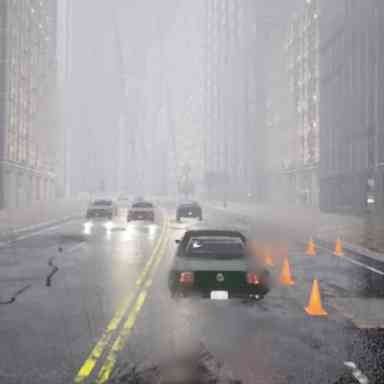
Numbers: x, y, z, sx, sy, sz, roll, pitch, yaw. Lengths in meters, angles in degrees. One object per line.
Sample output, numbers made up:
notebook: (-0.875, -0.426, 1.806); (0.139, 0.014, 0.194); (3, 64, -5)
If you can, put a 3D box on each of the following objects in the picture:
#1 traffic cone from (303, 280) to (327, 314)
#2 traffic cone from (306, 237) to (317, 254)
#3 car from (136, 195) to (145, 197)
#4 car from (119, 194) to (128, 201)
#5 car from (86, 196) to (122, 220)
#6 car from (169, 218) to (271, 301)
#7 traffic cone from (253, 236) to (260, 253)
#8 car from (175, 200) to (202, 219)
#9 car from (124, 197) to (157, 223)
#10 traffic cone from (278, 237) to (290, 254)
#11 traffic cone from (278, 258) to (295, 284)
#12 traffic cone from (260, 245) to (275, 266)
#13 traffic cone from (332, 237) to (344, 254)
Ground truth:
traffic cone: (2.328, 1.957, 6.285); (0.340, 0.580, 0.340); (1, 0, 1)
traffic cone: (4.395, 1.961, 12.261); (0.340, 0.580, 0.340); (1, 0, 1)
car: (-9.976, 1.320, 64.510); (1.895, 1.301, 4.718); (1, 0, -14)
car: (-13.827, 1.178, 66.449); (2.033, 1.411, 5.357); (1, 0, -14)
car: (-7.023, 1.313, 26.382); (1.882, 1.535, 5.008); (1, 0, -5)
car: (0.504, 1.577, 8.244); (1.895, 1.301, 4.718); (1, 0, 0)
traffic cone: (2.396, 1.939, 12.284); (0.340, 0.580, 0.340); (1, 0, 1)
car: (-0.313, 1.392, 26.528); (1.882, 1.535, 5.008); (1, 0, -4)
car: (-3.613, 1.359, 24.439); (1.882, 1.535, 5.008); (1, 0, -4)
traffic cone: (3.396, 1.950, 12.273); (0.340, 0.580, 0.340); (1, 0, 1)
traffic cone: (2.351, 1.951, 8.284); (0.340, 0.580, 0.340); (1, 0, 1)
traffic cone: (2.374, 1.945, 10.284); (0.340, 0.580, 0.340); (1, 0, 1)
traffic cone: (5.395, 1.971, 12.250); (0.340, 0.580, 0.340); (1, 0, 1)
